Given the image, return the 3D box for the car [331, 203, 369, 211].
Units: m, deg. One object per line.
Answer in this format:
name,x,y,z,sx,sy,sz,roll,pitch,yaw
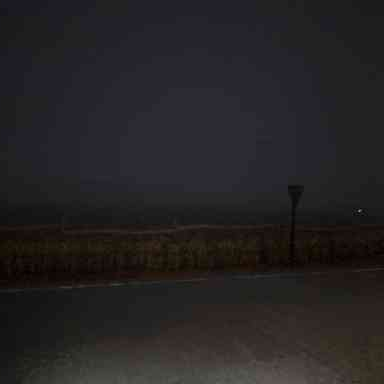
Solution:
car,18.859,2.059,39.887,1.837,1.490,4.892,2,0,-21
